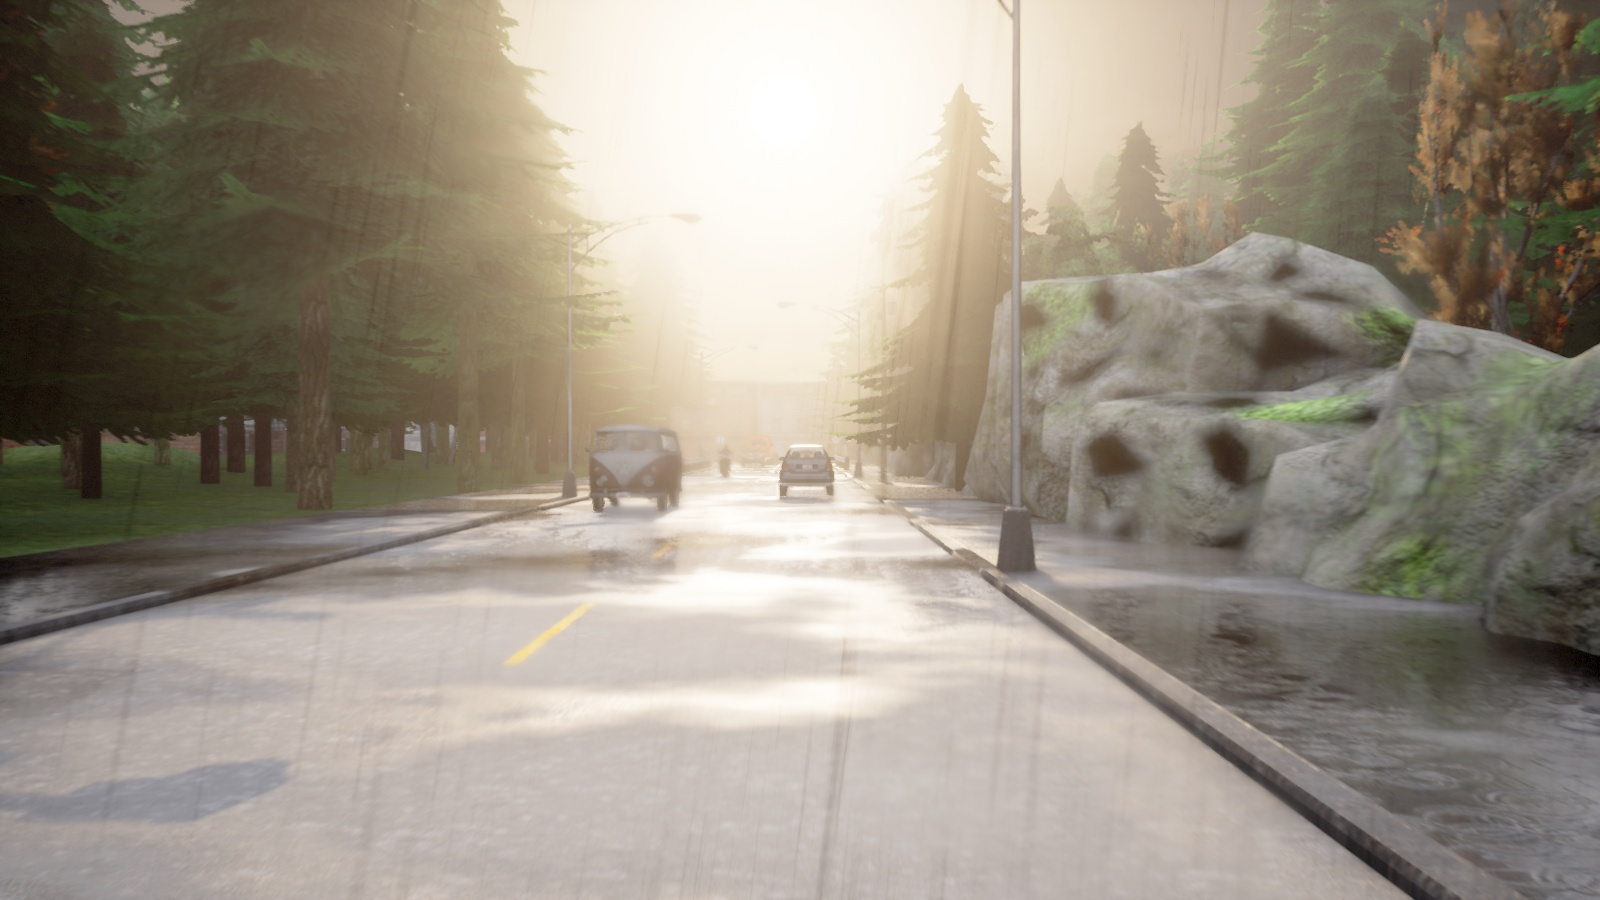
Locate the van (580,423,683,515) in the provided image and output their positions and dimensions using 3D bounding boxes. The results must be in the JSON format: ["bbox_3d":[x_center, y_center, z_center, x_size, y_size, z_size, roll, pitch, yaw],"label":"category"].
[{"bbox_3d":[-3.841,0.410,29.286,1.775,1.987,4.442,0,0,0],"label":"van"}]

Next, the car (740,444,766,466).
[{"bbox_3d":[-3.635,0.356,96.740,1.851,1.617,3.988,0,0,0],"label":"car"}]

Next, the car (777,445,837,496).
[{"bbox_3d":[0.206,0.608,39.391,1.789,1.549,3.705,0,0,0],"label":"car"}]

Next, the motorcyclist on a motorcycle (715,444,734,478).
[{"bbox_3d":[-3.687,0.511,61.681,0.766,1.649,2.350,0,0,0],"label":"motorcyclist on a motorcycle"}]
